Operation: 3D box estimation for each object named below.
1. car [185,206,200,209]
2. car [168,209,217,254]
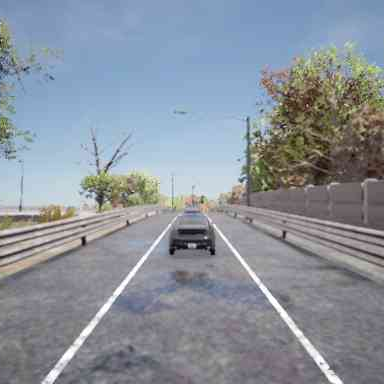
[{"bbox_3d":[0.027,1.952,29.973,1.812,1.442,4.674,0,-1,1],"label":"car"},{"bbox_3d":[0.022,1.714,14.554,1.837,1.490,4.892,0,0,0],"label":"car"}]
